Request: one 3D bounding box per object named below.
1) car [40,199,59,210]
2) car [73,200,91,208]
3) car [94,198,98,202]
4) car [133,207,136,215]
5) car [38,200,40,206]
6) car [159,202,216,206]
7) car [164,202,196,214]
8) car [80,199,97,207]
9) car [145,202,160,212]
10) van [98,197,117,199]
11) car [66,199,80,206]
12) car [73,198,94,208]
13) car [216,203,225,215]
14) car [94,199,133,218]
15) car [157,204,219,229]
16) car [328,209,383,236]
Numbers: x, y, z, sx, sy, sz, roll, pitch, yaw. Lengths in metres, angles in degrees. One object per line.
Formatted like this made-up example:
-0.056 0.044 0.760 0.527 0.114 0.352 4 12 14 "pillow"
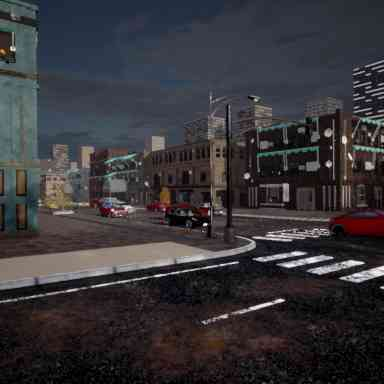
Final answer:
-24.361 2.232 57.578 1.752 1.417 4.829 -1 0 -36 "car"
-20.586 2.230 62.268 1.994 1.385 4.181 -1 0 -36 "car"
-17.650 1.940 62.593 2.192 1.841 5.009 -1 0 -36 "car"
-8.427 1.948 39.781 1.812 1.442 4.674 -1 0 -35 "car"
-30.900 2.376 66.721 2.008 1.369 4.403 -1 0 -36 "car"
-0.511 1.745 28.695 1.882 1.535 5.008 -1 0 -36 "car"
-1.543 1.904 40.084 1.802 1.307 4.206 -2 0 -36 "car"
-20.864 2.227 67.095 1.887 1.381 4.507 -1 0 -36 "car"
-4.762 1.966 44.585 1.802 1.307 4.206 -2 0 -36 "car"
-14.429 1.907 58.091 1.690 1.788 3.998 -1 0 -36 "van"
-27.305 2.364 76.100 1.947 1.339 4.313 -1 0 -36 "car"
-17.797 1.913 53.037 1.895 1.301 4.718 -1 0 -36 "car"
1.677 1.810 35.581 2.008 1.369 4.403 -2 0 -36 "car"
-8.361 1.846 35.206 1.967 1.590 4.097 -1 0 -36 "car"
-0.384 1.814 23.849 1.947 1.339 4.313 -2 0 -36 "car"
9.193 1.577 16.890 4.181 1.385 1.994 -2 -1 40 "car"
